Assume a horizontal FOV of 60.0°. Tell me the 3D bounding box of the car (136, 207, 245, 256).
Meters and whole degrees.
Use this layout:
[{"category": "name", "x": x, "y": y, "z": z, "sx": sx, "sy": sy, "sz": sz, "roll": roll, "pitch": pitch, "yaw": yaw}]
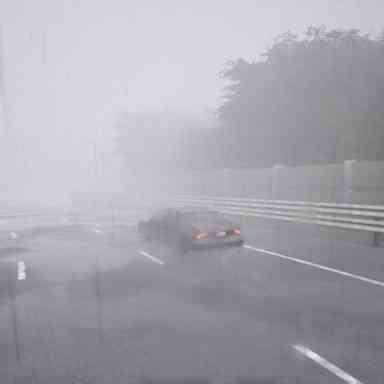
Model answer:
[{"category": "car", "x": -0.341, "y": 1.241, "z": 11.953, "sx": 2.033, "sy": 1.411, "sz": 5.357, "roll": -2, "pitch": 2, "yaw": -28}]
